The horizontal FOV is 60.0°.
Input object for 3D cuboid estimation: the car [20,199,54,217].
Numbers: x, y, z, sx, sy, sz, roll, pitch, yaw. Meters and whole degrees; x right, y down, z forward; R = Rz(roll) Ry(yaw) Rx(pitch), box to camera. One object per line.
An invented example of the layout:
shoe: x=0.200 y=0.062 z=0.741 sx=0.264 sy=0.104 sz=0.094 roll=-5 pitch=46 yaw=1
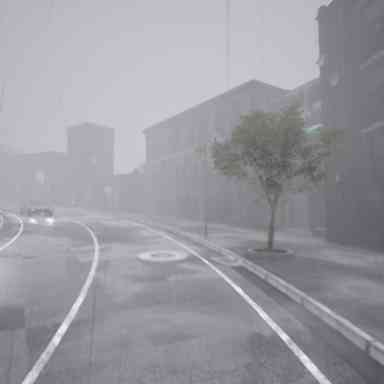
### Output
car: x=-13.049 y=1.270 z=27.803 sx=2.033 sy=1.411 sz=5.357 roll=2 pitch=0 yaw=-36
